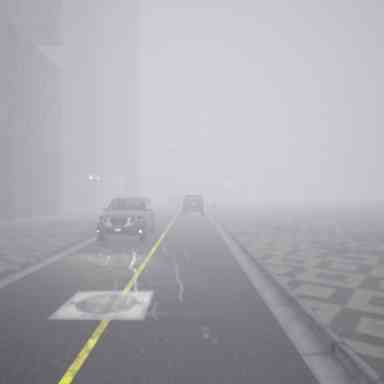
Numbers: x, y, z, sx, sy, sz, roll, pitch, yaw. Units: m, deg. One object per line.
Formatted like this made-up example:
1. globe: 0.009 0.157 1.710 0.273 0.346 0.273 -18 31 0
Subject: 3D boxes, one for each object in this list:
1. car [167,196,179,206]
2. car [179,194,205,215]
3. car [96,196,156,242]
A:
1. car: -3.034 1.440 57.144 2.097 1.767 4.553 0 0 1
2. car: 0.105 1.258 33.927 2.150 2.045 5.566 0 0 0
3. car: -3.098 1.230 16.723 2.150 2.045 5.566 0 0 0
